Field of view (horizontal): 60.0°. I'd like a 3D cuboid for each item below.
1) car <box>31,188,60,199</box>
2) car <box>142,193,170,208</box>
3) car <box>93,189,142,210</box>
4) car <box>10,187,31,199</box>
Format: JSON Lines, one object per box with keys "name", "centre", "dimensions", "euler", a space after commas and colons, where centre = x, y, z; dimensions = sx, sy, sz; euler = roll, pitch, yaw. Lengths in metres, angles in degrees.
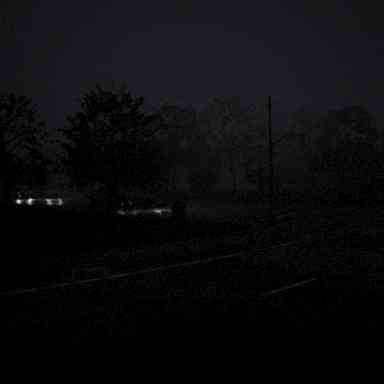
{"name": "car", "centre": [-21.961, 0.109, 50.617], "dimensions": [5.008, 1.535, 1.882], "euler": [3, 3, 39]}
{"name": "car", "centre": [-4.660, 0.905, 36.601], "dimensions": [5.008, 1.535, 1.882], "euler": [2, 3, 39]}
{"name": "car", "centre": [-8.246, 0.714, 34.986], "dimensions": [5.566, 2.045, 2.150], "euler": [2, 3, 39]}
{"name": "car", "centre": [-25.472, 0.016, 48.962], "dimensions": [4.553, 1.767, 2.097], "euler": [3, 4, 39]}
